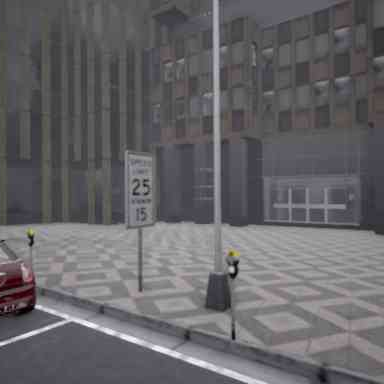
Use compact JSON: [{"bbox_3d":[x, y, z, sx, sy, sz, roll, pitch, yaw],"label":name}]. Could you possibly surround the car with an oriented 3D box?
[{"bbox_3d":[-4.889,1.515,6.452,4.097,1.590,1.967,-1,0,36],"label":"car"}]
